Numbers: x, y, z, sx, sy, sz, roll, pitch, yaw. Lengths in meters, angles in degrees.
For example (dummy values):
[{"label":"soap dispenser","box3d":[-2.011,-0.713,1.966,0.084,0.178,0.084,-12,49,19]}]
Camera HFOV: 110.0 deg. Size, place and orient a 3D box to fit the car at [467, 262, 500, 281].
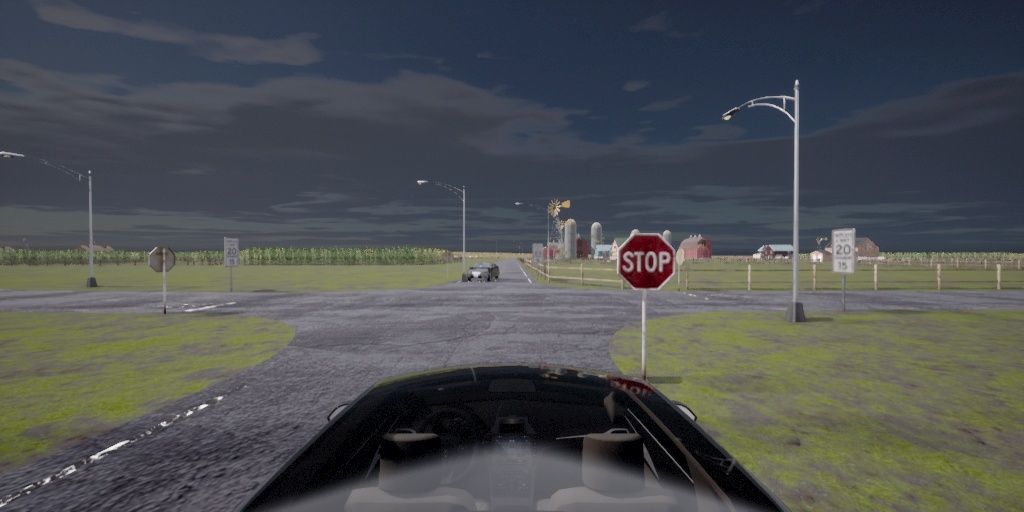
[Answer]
[{"label":"car","box3d":[-2.282,1.230,29.554,2.128,1.511,4.902,0,0,11]}]
